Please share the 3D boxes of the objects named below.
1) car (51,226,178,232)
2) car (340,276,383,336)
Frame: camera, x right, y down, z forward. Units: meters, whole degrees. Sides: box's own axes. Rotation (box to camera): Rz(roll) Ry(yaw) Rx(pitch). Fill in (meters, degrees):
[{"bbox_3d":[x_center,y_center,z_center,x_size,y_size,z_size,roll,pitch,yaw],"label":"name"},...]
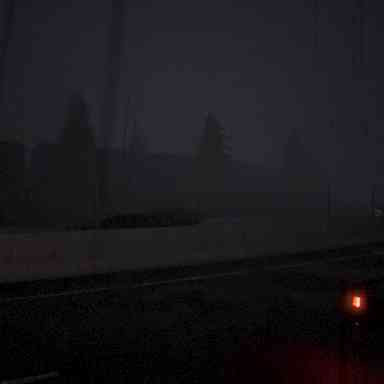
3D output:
[{"bbox_3d":[-3.138,1.557,13.368,4.892,1.490,1.837,0,0,-26],"label":"car"},{"bbox_3d":[4.706,1.634,5.290,4.718,1.301,1.895,0,0,-27],"label":"car"}]
